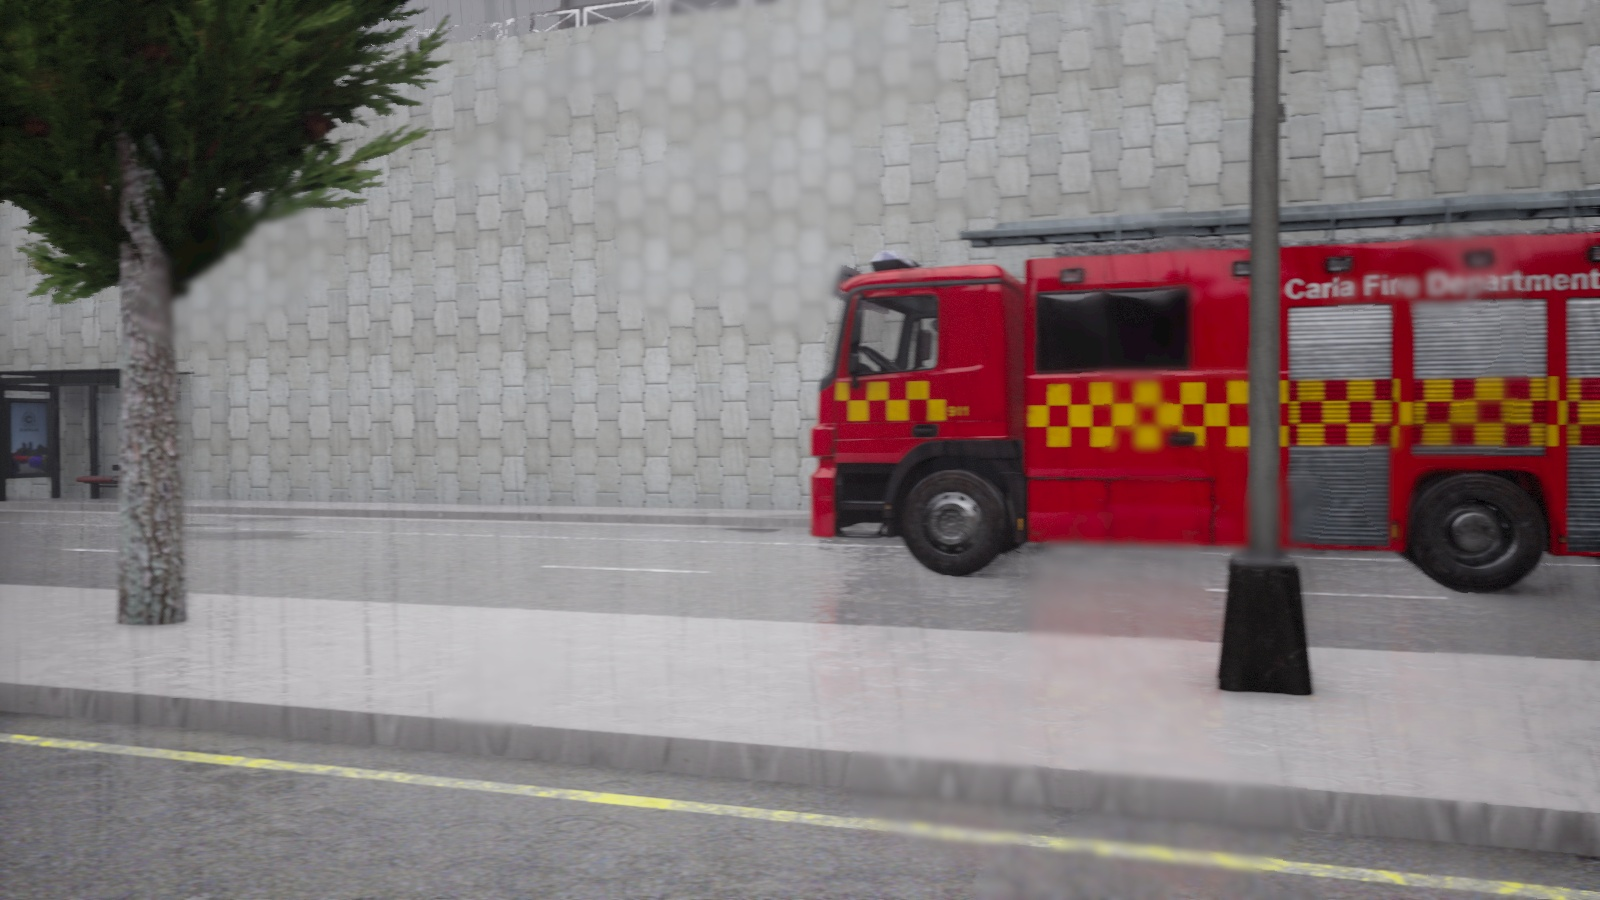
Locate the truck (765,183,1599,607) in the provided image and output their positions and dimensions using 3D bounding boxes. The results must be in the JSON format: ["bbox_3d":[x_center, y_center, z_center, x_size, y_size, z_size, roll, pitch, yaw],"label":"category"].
[{"bbox_3d":[4.098,-0.546,13.933,8.468,3.827,2.891,1,1,19],"label":"truck"}]
